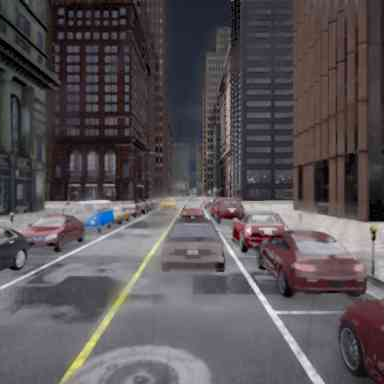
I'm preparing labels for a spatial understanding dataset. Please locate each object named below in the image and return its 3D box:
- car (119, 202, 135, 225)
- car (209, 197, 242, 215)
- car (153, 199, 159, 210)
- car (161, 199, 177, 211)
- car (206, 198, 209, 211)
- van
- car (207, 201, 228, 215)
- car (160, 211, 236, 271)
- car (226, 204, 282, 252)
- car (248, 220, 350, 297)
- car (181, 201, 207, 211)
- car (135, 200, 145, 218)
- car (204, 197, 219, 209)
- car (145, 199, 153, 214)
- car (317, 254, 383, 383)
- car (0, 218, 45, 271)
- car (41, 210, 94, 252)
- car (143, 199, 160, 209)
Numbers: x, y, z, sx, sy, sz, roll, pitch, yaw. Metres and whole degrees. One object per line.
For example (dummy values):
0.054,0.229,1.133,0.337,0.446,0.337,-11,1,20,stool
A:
-5.769,1.602,25.116,1.752,1.417,4.829,0,0,0,car
2.755,1.392,25.290,2.192,1.841,5.009,0,0,0,car
-5.771,1.704,42.195,1.947,1.339,4.313,0,0,0,car
-3.082,1.624,44.430,1.882,1.535,5.008,0,0,0,car
2.754,1.412,30.927,2.192,1.841,5.009,0,0,0,car
-5.769,1.400,19.650,1.690,1.788,3.998,0,0,0,van
2.754,1.683,36.562,1.947,1.339,4.313,0,0,0,car
0.046,1.579,10.926,2.033,1.411,5.357,0,0,1,car
2.757,1.481,14.019,1.967,1.590,4.097,0,0,0,car
2.758,1.606,8.382,1.802,1.307,4.206,0,0,0,car
0.060,1.688,28.196,1.895,1.301,4.718,0,0,0,car
-5.770,1.679,30.922,1.802,1.307,4.206,0,0,0,car
2.752,1.599,47.835,1.967,1.590,4.097,0,0,0,car
-5.771,1.683,36.559,1.947,1.339,4.313,0,0,0,car
2.759,1.590,2.746,1.802,1.307,4.206,0,0,0,car
-5.767,1.575,8.375,2.008,1.369,4.403,0,0,0,car
-5.767,1.623,14.013,1.802,1.307,4.206,0,0,0,car
-5.772,1.710,47.832,2.008,1.369,4.403,0,0,0,car
